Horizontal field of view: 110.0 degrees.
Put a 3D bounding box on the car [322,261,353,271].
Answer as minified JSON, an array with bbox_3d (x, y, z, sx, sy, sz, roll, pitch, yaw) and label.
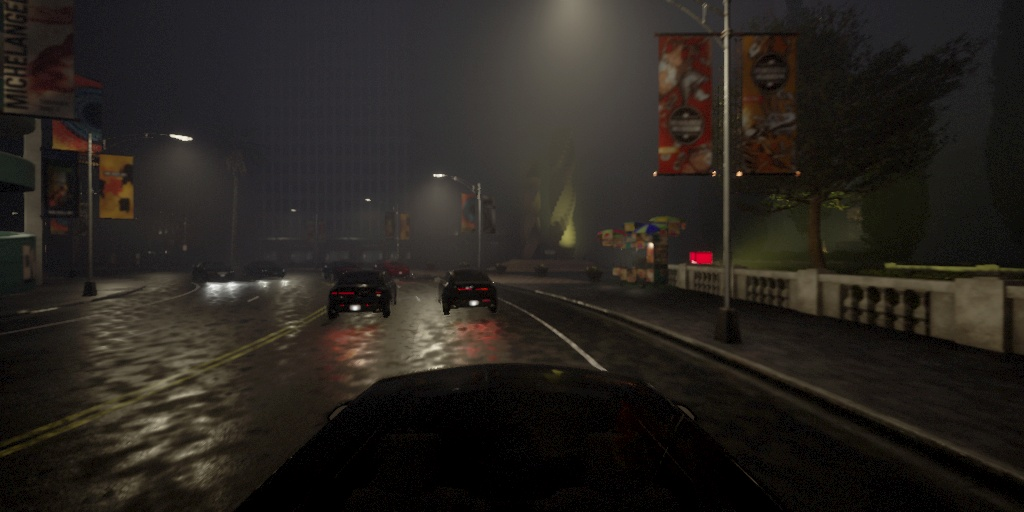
[{"bbox_3d":[-13.804,1.170,28.831,1.882,1.535,5.008,0,0,-40],"label":"car"}]

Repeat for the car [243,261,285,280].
[{"bbox_3d":[-21.590,1.177,31.207,5.008,1.535,1.882,0,0,37],"label":"car"}]

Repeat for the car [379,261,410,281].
[{"bbox_3d":[-10.232,1.160,29.960,1.882,1.535,5.008,0,0,-38],"label":"car"}]

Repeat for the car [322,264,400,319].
[{"bbox_3d":[-5.191,1.233,12.836,1.837,1.490,4.892,0,1,-15],"label":"car"}]

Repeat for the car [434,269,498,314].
[{"bbox_3d":[-1.821,1.223,13.727,1.837,1.490,4.892,0,0,-15],"label":"car"}]

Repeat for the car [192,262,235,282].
[{"bbox_3d":[-23.672,1.203,28.415,4.902,1.511,2.128,0,0,37],"label":"car"}]
